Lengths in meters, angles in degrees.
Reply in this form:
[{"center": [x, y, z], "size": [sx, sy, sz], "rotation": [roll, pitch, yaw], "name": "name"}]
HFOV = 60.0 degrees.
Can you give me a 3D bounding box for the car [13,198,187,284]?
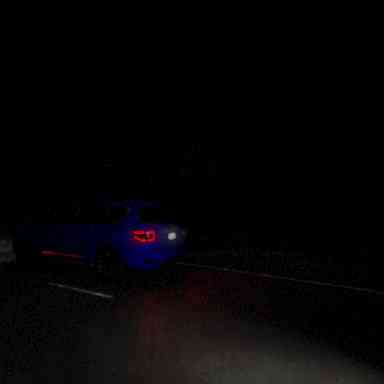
[{"center": [-2.788, 1.184, 9.667], "size": [5.566, 2.045, 2.150], "rotation": [0, 0, 31], "name": "car"}]
